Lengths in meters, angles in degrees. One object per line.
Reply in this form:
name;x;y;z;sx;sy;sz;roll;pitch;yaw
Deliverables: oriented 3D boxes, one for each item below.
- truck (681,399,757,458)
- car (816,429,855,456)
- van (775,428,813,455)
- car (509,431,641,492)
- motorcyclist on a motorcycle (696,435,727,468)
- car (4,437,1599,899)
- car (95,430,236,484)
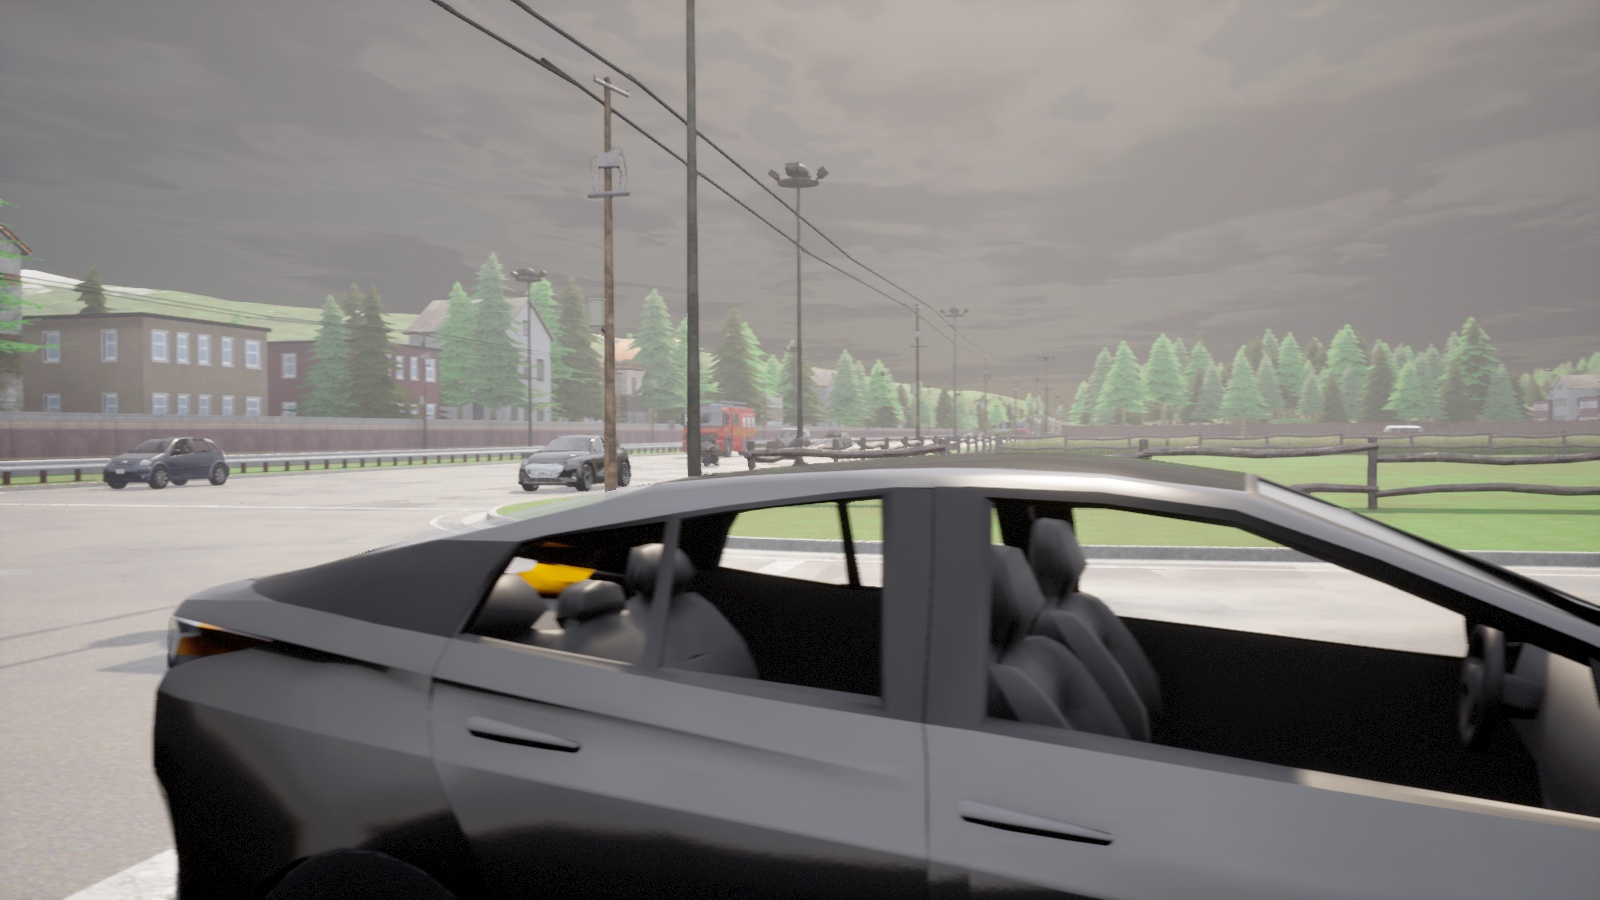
truck;-5.457;-1.474;86.247;2.891;3.827;8.468;0;1;13
car;2.571;-0.531;89.762;1.932;1.855;4.605;0;1;13
van;-0.398;-0.633;92.404;1.775;1.987;4.442;0;1;13
car;-6.458;0.271;36.700;2.033;1.649;4.856;0;1;13
motorcyclist on a motorcycle;-4.283;0.059;60.962;0.866;1.530;2.191;0;1;13
car;0.734;0.739;2.924;4.514;1.525;2.007;0;1;20
car;-20.078;0.183;39.938;1.851;1.617;3.988;0;1;13
